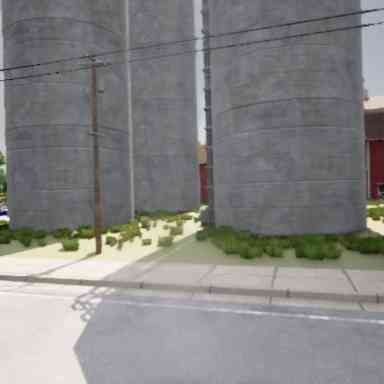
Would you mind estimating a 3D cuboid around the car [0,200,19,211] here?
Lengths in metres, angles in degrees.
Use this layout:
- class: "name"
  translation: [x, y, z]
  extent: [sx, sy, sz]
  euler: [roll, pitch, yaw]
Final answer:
- class: "car"
  translation: [-33.573, 2.387, 59.526]
  extent: [4.605, 1.855, 1.932]
  euler: [-2, 0, 17]

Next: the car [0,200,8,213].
- class: "car"
  translation: [-24.801, 2.273, 42.345]
  extent: [4.611, 1.667, 2.242]
  euler: [-2, 0, 17]
